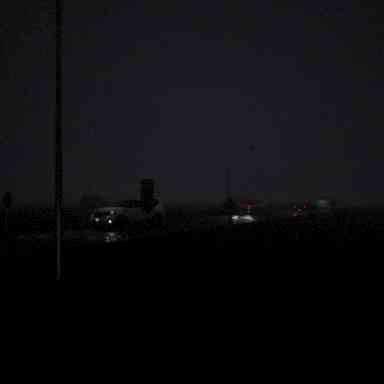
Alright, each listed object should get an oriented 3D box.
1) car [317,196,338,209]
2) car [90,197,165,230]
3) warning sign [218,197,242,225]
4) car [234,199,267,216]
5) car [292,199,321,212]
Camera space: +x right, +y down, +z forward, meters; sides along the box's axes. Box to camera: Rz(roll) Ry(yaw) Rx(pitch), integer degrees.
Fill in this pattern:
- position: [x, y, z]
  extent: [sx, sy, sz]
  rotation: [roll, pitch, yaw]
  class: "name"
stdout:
- position: [20.817, 1.604, 51.398]
  extent: [2.150, 2.045, 5.566]
  rotation: [0, -1, 37]
  class: "car"
- position: [-4.171, 1.371, 22.602]
  extent: [2.150, 2.045, 5.566]
  rotation: [0, -1, 37]
  class: "car"
- position: [2.621, 1.265, 22.838]
  extent: [1.300, 1.860, 1.060]
  rotation: [0, 0, 37]
  class: "warning sign"
- position: [6.550, 1.630, 36.987]
  extent: [2.097, 1.767, 4.553]
  rotation: [0, -1, 37]
  class: "car"
- position: [14.753, 1.924, 43.167]
  extent: [1.895, 1.301, 4.718]
  rotation: [0, -1, 37]
  class: "car"
